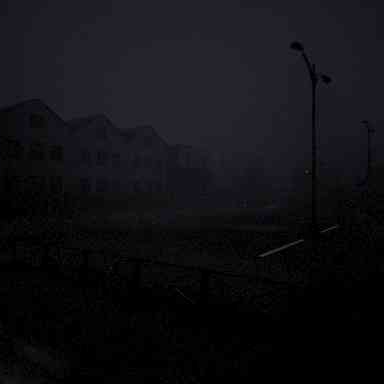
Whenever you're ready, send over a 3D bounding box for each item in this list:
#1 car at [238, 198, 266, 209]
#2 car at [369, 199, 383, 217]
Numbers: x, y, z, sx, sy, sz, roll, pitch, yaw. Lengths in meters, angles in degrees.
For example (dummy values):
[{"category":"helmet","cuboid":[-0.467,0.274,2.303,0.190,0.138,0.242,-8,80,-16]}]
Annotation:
[{"category":"car","cuboid":[7.760,1.409,42.231,1.895,1.301,4.718,0,0,36]},{"category":"car","cuboid":[15.518,1.298,26.752,2.007,1.523,4.514,0,0,35]}]
